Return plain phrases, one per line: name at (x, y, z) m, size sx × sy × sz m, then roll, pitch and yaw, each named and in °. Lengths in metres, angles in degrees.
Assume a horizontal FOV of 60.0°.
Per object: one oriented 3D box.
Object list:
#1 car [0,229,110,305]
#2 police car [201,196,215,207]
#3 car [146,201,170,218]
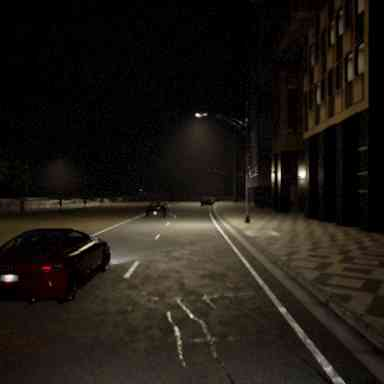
car at (-3.411, 1.589, 8.236) m, size 1.994 × 1.385 × 4.181 m, roll 0°, pitch 0°, yaw 0°
police car at (2.594, 1.725, 58.854) m, size 1.930 × 1.638 × 5.238 m, roll 0°, pitch 0°, yaw 5°
car at (-3.237, 1.635, 32.045) m, size 1.837 × 1.490 × 4.892 m, roll 0°, pitch 0°, yaw 1°
